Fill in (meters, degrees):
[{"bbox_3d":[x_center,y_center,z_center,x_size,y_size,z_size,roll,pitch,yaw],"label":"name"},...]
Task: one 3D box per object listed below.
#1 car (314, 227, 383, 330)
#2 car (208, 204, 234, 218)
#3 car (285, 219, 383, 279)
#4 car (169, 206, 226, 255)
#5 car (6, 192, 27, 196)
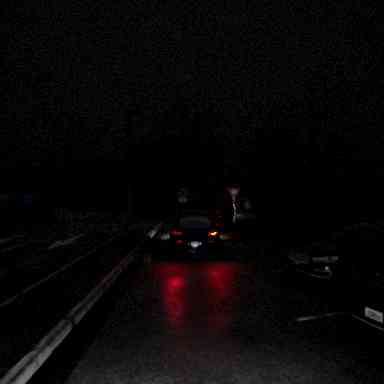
[{"bbox_3d":[4.822,1.485,5.496,4.892,1.521,2.231,1,0,-20],"label":"car"},{"bbox_3d":[2.345,1.675,28.680,1.895,1.301,4.718,0,-2,22],"label":"car"},{"bbox_3d":[4.834,1.484,8.890,4.892,1.521,2.231,1,0,-20],"label":"car"},{"bbox_3d":[0.099,1.513,13.081,1.812,1.442,4.674,0,0,0],"label":"car"},{"bbox_3d":[-24.387,1.391,44.954,2.435,2.045,5.566,1,-3,-19],"label":"car"}]
